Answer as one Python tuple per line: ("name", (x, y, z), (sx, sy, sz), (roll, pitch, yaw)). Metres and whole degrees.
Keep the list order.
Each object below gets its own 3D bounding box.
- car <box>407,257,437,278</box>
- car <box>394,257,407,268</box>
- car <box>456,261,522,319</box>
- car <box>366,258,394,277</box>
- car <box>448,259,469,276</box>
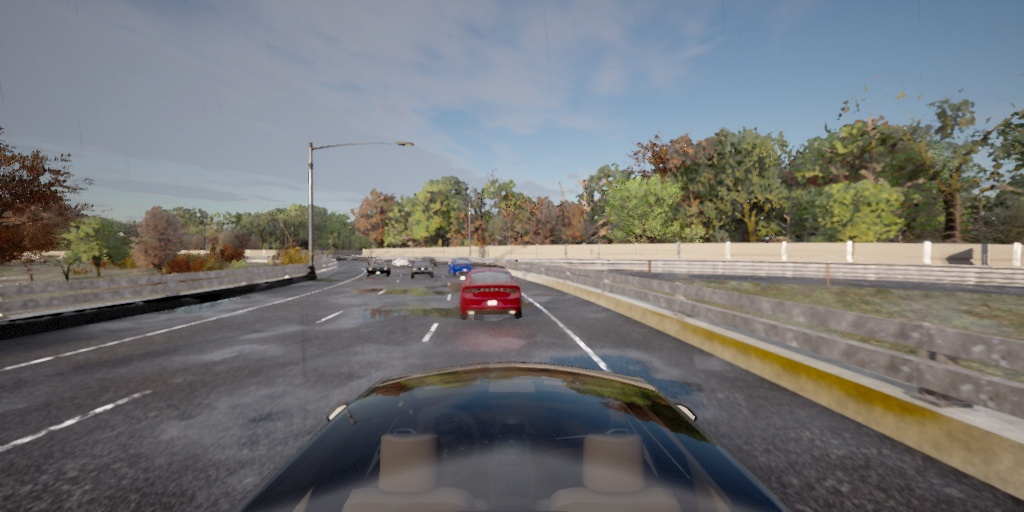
("car", (-7.798, 1.077, 31.003), (2.033, 1.411, 5.357), (0, 1, -16))
("car", (-16.065, 0.905, 51.606), (1.812, 1.442, 4.674), (0, 1, -28))
("car", (-0.797, 1.141, 12.574), (1.882, 1.535, 5.008), (0, 1, -6))
("car", (-12.034, 1.127, 32.586), (1.895, 1.301, 4.718), (0, 0, -17))
("car", (-4.679, 0.986, 32.590), (1.882, 1.535, 5.008), (0, 1, -16))
